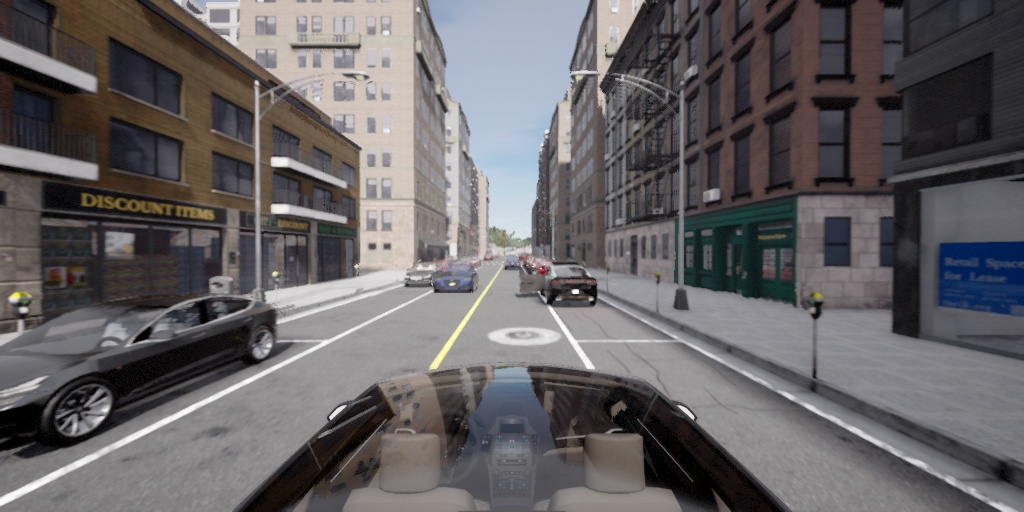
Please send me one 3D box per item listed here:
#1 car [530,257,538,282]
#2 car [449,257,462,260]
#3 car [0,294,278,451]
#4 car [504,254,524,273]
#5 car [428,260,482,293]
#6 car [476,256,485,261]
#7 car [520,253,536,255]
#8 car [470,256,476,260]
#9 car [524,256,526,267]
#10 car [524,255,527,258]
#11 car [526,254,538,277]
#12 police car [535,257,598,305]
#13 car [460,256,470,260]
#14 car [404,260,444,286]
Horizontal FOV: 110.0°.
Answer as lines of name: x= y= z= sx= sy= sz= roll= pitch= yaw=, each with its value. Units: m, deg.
car: x=2.639 y=1.006 z=27.995 sx=1.888 sy=1.381 sz=4.507 roll=0 pitch=0 yaw=0
car: x=-5.386 y=1.006 z=27.996 sx=1.888 sy=1.381 sz=4.507 roll=0 pitch=0 yaw=0
car: x=-5.388 y=1.277 z=5.267 sx=1.948 sy=1.339 sz=4.313 roll=0 pitch=0 yaw=0
car: x=0.076 y=0.849 z=42.305 sx=2.033 sy=1.411 sz=5.357 roll=0 pitch=1 yaw=0
car: x=-2.848 y=1.124 z=19.002 sx=1.994 sy=1.385 sz=4.181 roll=0 pitch=1 yaw=0
car: x=-5.384 y=0.649 z=50.723 sx=1.967 sy=1.591 sz=4.097 roll=0 pitch=0 yaw=0
car: x=2.641 y=0.524 z=50.723 sx=2.192 sy=1.841 sz=5.009 roll=0 pitch=0 yaw=0
car: x=-5.385 y=0.775 z=39.359 sx=1.967 sy=1.591 sz=4.097 roll=0 pitch=0 yaw=0
car: x=2.640 y=0.880 z=39.359 sx=1.888 sy=1.381 sz=4.507 roll=0 pitch=0 yaw=0
car: x=2.640 y=0.823 z=45.041 sx=2.007 sy=1.370 sz=4.403 roll=0 pitch=0 yaw=0
car: x=2.639 y=0.838 z=33.678 sx=1.967 sy=1.591 sz=4.097 roll=0 pitch=0 yaw=0
police car: x=2.242 y=1.027 z=15.237 sx=1.930 sy=1.638 sz=5.238 roll=0 pitch=1 yaw=0
car: x=-5.386 y=0.964 z=33.677 sx=1.948 sy=1.339 sz=4.313 roll=0 pitch=0 yaw=0
car: x=-5.386 y=1.075 z=22.313 sx=2.007 sy=1.370 sz=4.403 roll=0 pitch=0 yaw=0
